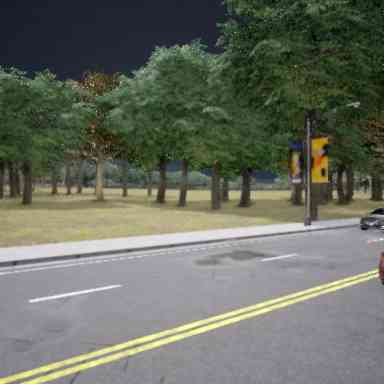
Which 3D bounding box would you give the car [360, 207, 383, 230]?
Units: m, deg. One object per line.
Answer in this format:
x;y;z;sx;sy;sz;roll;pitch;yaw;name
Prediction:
12.583;1.706;21.252;4.892;1.490;1.837;0;-1;-37;car

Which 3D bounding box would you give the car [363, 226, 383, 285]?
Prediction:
6.338;1.603;8.195;4.674;1.442;1.812;0;-1;-37;car
